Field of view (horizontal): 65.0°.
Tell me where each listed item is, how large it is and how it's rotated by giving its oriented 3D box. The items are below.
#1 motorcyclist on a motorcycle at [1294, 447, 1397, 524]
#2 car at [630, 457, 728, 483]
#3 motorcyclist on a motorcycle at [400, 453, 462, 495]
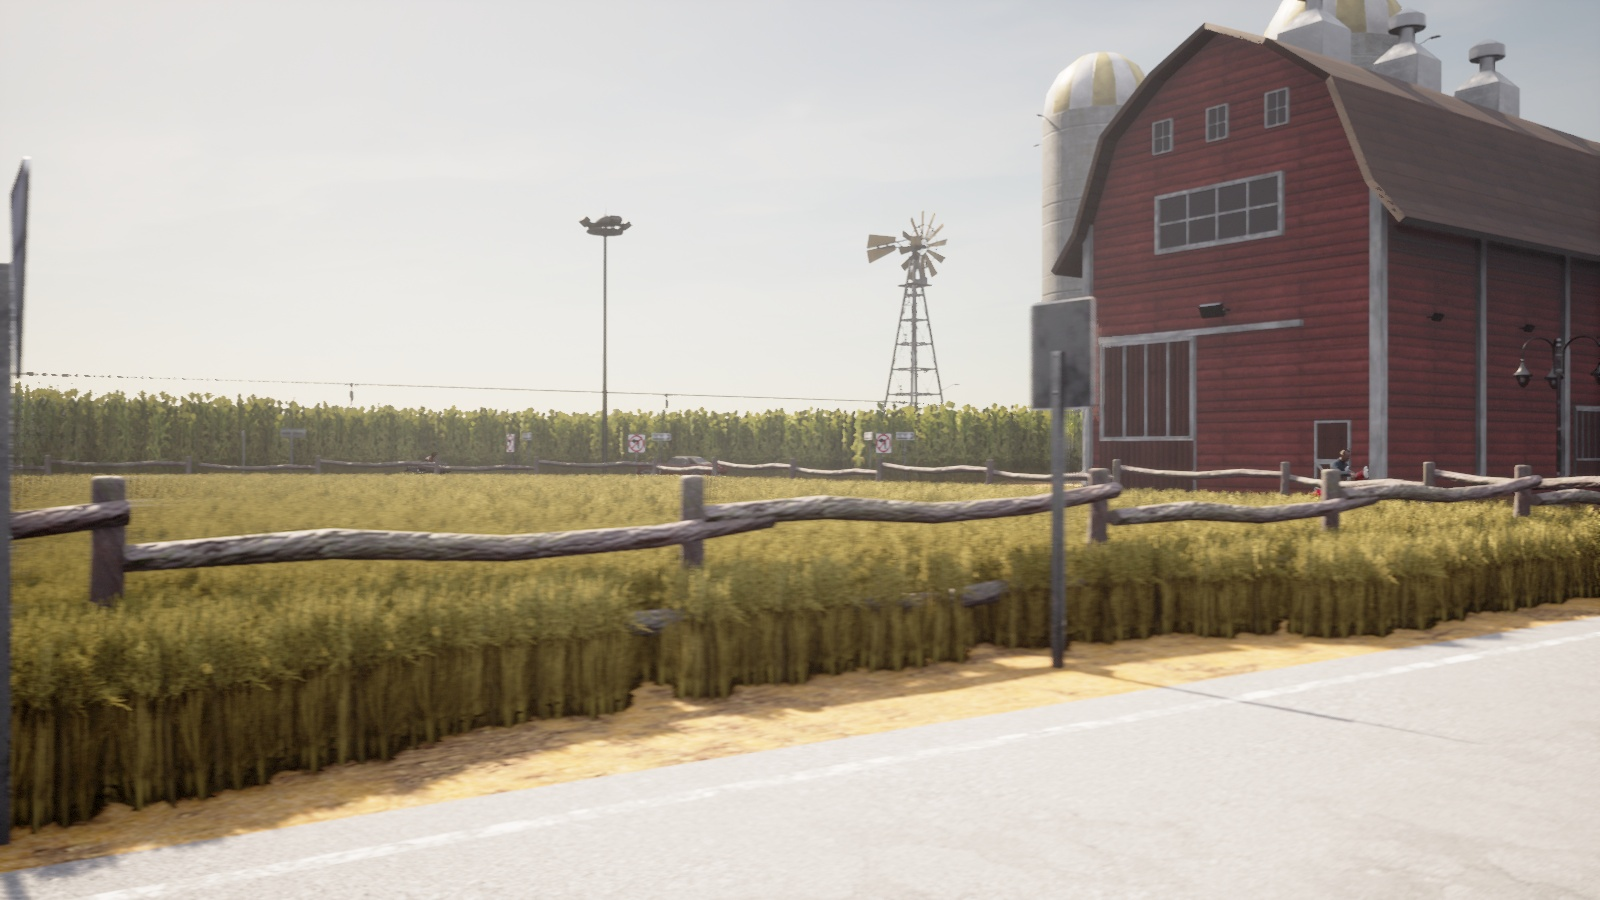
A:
[{"bbox_3d":[11.679,0.739,26.935,0.866,1.590,1.817,0,0,-38],"label":"motorcyclist on a motorcycle"},{"bbox_3d":[-6.291,1.019,65.361,4.718,1.301,1.895,0,0,19],"label":"car"},{"bbox_3d":[-13.578,0.869,46.231,2.044,1.523,0.797,0,0,8],"label":"motorcyclist on a motorcycle"}]
